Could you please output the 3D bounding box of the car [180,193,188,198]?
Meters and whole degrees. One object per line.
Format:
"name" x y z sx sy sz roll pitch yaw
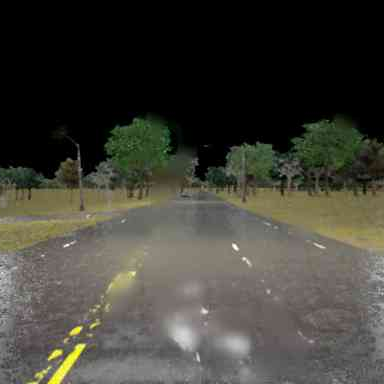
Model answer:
"car" -2.170 0.995 88.374 1.895 1.301 4.718 0 1 2
